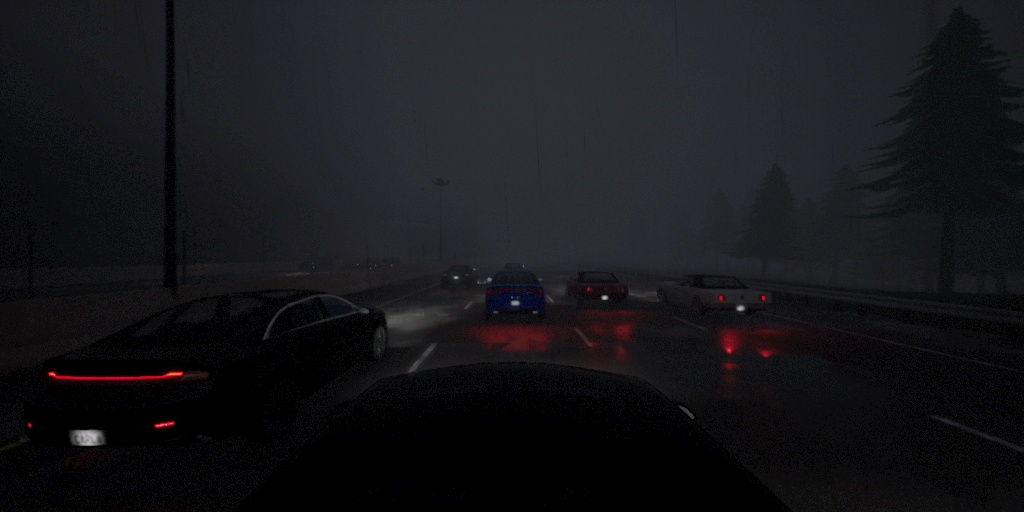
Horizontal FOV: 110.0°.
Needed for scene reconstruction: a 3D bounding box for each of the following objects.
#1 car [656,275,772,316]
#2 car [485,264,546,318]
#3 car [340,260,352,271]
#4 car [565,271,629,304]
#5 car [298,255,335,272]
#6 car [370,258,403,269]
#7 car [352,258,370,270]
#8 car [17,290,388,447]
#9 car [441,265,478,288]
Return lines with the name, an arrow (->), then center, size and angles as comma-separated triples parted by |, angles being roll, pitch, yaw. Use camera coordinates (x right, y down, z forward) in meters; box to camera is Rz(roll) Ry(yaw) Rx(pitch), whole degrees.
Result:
car -> 7.104, 1.335, 13.348 | 1.895, 1.301, 4.718 | 0, 0, 0
car -> 0.105, 1.212, 12.869 | 1.882, 1.535, 5.008 | 0, 0, 0
car -> -21.059, 1.212, 47.627 | 1.812, 1.442, 4.674 | 0, 0, 0
car -> 3.606, 1.331, 16.143 | 1.895, 1.301, 4.718 | 0, 0, 0
car -> -24.565, 0.911, 45.318 | 2.150, 2.045, 5.566 | 0, 0, 0
car -> -14.073, 1.047, 41.078 | 2.097, 1.767, 4.553 | 0, 0, 0
car -> -17.566, 1.043, 44.569 | 2.097, 1.767, 4.553 | 0, 0, 0
car -> -3.398, 1.237, 5.298 | 2.128, 1.511, 4.902 | 0, 0, 0
car -> -3.390, 1.284, 23.671 | 1.994, 1.385, 4.181 | 0, 0, 0
